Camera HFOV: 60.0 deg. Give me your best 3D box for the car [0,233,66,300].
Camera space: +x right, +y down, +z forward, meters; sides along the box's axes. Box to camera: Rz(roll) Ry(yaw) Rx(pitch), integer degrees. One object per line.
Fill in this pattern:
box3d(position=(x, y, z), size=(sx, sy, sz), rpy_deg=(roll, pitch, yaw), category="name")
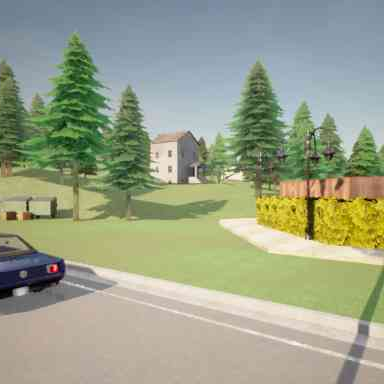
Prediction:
box3d(position=(-5.046, 1.601, 7.591), size=(4.718, 1.301, 1.895), rpy_deg=(0, 0, 36), category="car")
